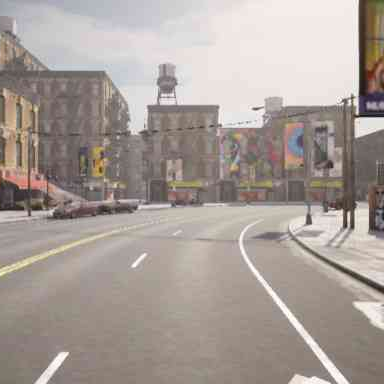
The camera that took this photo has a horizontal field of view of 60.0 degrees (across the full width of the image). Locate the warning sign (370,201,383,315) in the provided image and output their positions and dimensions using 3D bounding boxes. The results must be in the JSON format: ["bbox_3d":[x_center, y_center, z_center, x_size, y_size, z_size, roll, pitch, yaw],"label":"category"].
[{"bbox_3d":[3.800,1.088,5.359,1.300,1.860,1.060,0,0,0],"label":"warning sign"}]

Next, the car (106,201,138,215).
[{"bbox_3d":[-7.733,1.570,34.201,1.895,1.301,4.718,0,0,30],"label":"car"}]

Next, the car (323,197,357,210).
[{"bbox_3d":[18.906,1.379,42.495,4.553,1.767,2.097,0,0,-30],"label":"car"}]

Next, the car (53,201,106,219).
[{"bbox_3d":[-9.898,1.494,28.895,2.002,1.452,4.674,0,0,20],"label":"car"}]
